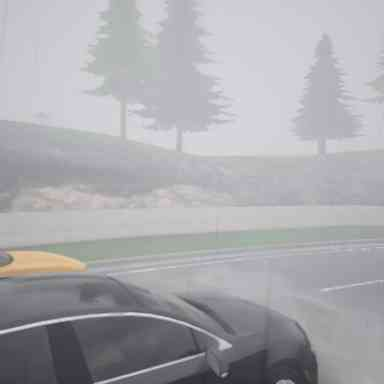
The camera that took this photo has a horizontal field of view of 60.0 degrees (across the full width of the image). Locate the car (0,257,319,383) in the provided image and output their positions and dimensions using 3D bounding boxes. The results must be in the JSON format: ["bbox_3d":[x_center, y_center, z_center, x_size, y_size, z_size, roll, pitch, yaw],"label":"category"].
[{"bbox_3d":[-0.968,1.473,2.732,4.892,1.490,1.837,0,0,-35],"label":"car"}]

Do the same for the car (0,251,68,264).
[{"bbox_3d":[-4.158,1.402,5.092,5.008,1.535,1.882,0,0,-36],"label":"car"}]
